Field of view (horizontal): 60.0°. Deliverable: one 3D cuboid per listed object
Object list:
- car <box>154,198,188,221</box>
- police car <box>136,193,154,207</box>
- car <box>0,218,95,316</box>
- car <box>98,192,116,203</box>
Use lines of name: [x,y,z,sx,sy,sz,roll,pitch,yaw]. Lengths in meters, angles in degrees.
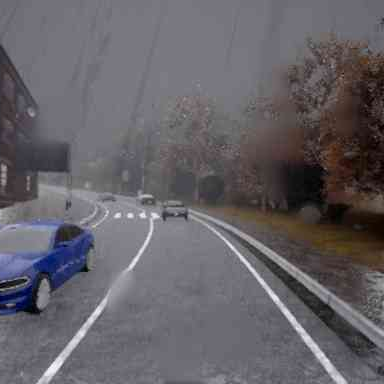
car: [-1.489,1.321,25.618,2.128,1.511,4.902,1,1,-9]
police car: [-5.967,0.950,42.638,1.930,1.638,5.238,1,1,-19]
car: [-3.700,1.445,7.725,1.882,1.535,5.008,0,0,-1]
car: [-12.571,0.747,49.138,2.033,1.411,5.357,1,2,-25]
